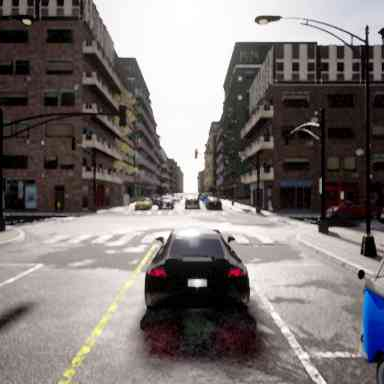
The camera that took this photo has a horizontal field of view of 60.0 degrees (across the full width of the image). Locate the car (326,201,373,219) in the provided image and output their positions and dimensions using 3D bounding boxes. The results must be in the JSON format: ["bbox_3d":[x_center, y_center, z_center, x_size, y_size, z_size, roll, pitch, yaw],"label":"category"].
[{"bbox_3d":[13.606,1.448,28.260,4.097,1.590,1.967,0,-1,1],"label":"car"}]

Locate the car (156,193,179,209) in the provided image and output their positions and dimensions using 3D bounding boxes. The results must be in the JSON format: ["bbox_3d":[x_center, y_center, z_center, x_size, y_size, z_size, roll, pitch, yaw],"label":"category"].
[{"bbox_3d":[-3.144,1.273,41.088,2.128,1.511,4.902,0,0,0],"label":"car"}]

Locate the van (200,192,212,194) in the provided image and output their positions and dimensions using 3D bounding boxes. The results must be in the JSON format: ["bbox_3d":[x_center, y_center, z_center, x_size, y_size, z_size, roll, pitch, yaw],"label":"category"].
[{"bbox_3d":[2.634,1.041,56.986,1.690,1.788,3.998,1,0,0],"label":"van"}]

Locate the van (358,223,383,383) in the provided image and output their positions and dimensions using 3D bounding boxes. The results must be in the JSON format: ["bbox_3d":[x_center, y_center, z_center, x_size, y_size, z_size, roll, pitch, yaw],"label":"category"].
[{"bbox_3d":[2.671,1.329,2.113,1.690,1.788,3.998,1,0,0],"label":"van"}]

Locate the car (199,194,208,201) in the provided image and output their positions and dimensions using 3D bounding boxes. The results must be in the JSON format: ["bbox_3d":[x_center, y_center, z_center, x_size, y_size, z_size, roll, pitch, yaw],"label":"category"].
[{"bbox_3d":[2.608,1.195,73.915,1.802,1.307,4.206,1,0,0],"label":"car"}]

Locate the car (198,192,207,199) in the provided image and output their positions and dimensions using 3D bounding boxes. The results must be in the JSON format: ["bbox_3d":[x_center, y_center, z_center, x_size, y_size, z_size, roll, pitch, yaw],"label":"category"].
[{"bbox_3d":[2.599,0.872,85.199,2.192,1.841,5.009,1,0,0],"label":"car"}]

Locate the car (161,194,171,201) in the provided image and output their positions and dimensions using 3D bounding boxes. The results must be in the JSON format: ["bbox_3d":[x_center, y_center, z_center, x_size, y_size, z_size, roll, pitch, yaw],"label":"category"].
[{"bbox_3d":[-5.771,1.158,73.905,1.887,1.381,4.507,1,0,0],"label":"car"}]

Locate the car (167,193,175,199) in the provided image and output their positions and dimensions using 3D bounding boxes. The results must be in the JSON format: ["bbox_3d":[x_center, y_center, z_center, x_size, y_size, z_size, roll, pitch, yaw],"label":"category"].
[{"bbox_3d":[-5.791,0.968,90.832,1.967,1.590,4.097,1,0,0],"label":"car"}]

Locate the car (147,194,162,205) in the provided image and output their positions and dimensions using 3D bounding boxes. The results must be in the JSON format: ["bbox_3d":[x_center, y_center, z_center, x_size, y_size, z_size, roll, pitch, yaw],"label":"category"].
[{"bbox_3d":[-5.741,1.169,51.334,1.967,1.590,4.097,1,0,0],"label":"car"}]

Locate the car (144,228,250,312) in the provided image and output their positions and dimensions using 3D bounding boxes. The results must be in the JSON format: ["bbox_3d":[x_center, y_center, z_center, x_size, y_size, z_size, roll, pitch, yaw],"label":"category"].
[{"bbox_3d":[0.091,1.522,7.718,1.994,1.385,4.181,0,0,0],"label":"car"}]

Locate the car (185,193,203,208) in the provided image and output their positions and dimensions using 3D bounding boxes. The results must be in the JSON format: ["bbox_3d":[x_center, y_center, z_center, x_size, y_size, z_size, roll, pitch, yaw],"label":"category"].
[{"bbox_3d":[0.045,1.260,43.701,2.128,1.511,4.902,0,0,0],"label":"car"}]

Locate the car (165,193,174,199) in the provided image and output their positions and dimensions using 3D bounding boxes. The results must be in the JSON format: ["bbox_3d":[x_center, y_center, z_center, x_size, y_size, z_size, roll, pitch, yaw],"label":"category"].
[{"bbox_3d":[-5.785,1.107,85.190,2.008,1.369,4.403,1,0,0],"label":"car"}]

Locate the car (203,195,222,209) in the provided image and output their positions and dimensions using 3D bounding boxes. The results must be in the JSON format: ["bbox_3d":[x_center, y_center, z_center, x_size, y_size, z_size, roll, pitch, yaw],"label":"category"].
[{"bbox_3d":[2.652,1.354,40.060,1.947,1.339,4.313,1,0,0],"label":"car"}]

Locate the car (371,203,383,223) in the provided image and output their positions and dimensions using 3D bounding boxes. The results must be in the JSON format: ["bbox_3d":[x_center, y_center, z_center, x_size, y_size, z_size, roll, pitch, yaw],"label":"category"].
[{"bbox_3d":[13.513,1.470,19.878,4.313,1.339,1.947,0,-1,1],"label":"car"}]

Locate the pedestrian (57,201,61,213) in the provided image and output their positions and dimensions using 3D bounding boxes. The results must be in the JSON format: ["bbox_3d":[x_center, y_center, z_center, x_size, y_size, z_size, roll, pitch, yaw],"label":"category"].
[{"bbox_3d":[-12.579,1.419,31.476,0.500,1.100,0.500,0,-1,1],"label":"pedestrian"}]

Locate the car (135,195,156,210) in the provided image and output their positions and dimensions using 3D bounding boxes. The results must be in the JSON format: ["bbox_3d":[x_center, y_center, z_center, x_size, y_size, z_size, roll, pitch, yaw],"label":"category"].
[{"bbox_3d":[-5.727,1.314,39.879,1.752,1.417,4.829,1,0,0],"label":"car"}]
